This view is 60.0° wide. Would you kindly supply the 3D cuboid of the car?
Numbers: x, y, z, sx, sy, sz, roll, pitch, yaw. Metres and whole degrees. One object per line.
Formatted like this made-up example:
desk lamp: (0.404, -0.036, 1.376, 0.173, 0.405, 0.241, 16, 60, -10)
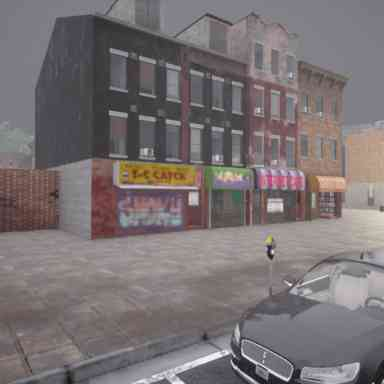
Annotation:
car: (2.474, 1.553, 4.562, 4.403, 1.369, 2.008, 0, 0, -35)
